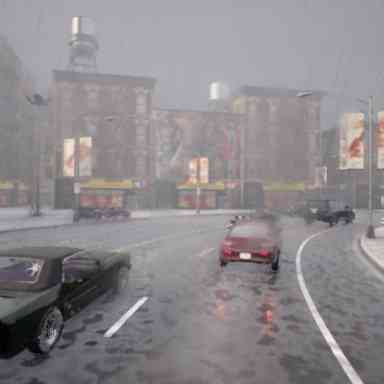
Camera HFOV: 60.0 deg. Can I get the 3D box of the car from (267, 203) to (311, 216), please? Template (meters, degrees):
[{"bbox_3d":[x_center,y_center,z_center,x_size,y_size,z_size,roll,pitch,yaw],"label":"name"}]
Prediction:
[{"bbox_3d":[11.873,2.118,40.579,5.357,1.411,2.033,1,-1,-30],"label":"car"}]

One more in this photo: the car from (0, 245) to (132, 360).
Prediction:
[{"bbox_3d":[-2.682,1.653,6.211,1.895,1.301,4.718,0,-1,9],"label":"car"}]

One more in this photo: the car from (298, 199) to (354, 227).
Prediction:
[{"bbox_3d":[11.116,1.627,26.928,5.566,2.045,2.150,1,-1,-44],"label":"car"}]

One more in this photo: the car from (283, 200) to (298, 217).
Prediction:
[{"bbox_3d":[12.710,1.757,37.022,5.566,2.045,2.150,1,-1,-31],"label":"car"}]

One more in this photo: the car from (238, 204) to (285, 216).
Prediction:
[{"bbox_3d":[4.834,1.881,25.074,2.033,1.411,5.357,0,-1,36],"label":"car"}]

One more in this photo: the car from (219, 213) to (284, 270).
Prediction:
[{"bbox_3d":[2.174,1.681,11.697,1.812,1.442,4.674,0,-1,16],"label":"car"}]
